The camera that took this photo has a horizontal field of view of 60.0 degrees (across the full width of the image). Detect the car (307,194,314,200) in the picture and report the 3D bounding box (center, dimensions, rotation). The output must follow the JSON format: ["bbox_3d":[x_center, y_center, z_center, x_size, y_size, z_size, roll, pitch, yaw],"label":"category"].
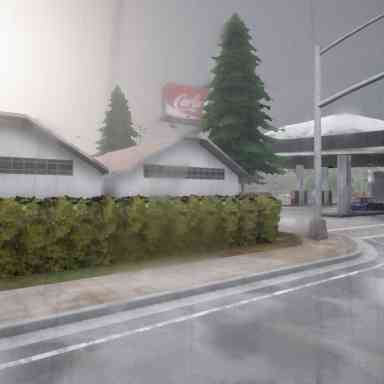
[{"bbox_3d":[31.771,1.330,88.805,2.152,1.636,5.027,0,0,-36],"label":"car"}]

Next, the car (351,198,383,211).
[{"bbox_3d":[20.748,1.480,39.301,4.611,1.667,2.242,0,0,-36],"label":"car"}]
